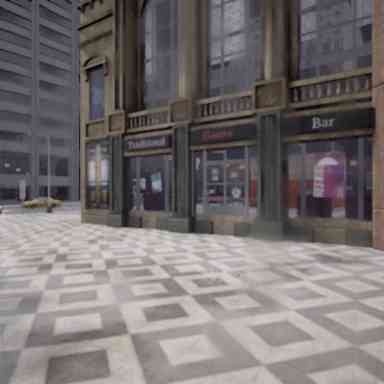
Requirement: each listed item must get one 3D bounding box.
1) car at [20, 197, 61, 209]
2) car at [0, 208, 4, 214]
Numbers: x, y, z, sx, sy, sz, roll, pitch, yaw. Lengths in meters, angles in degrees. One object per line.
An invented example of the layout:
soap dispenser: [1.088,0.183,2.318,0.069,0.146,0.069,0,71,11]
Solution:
car: [-18.980,1.280,41.790,1.752,1.417,4.829,1,2,36]
car: [-18.466,1.448,27.890,1.752,1.417,4.829,1,2,36]
